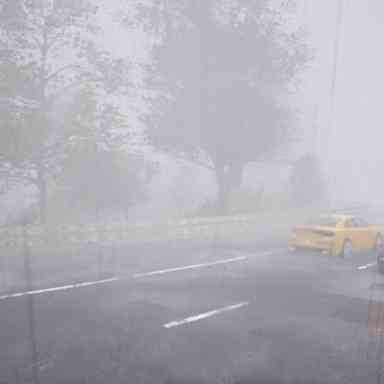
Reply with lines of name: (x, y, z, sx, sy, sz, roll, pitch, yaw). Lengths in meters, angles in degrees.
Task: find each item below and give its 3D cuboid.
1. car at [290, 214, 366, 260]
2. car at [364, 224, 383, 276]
car: (5.920, 1.638, 13.372, 5.008, 1.535, 1.882, 1, -1, -42)
car: (6.968, 1.650, 9.623, 4.674, 1.442, 1.812, 1, -1, -41)
